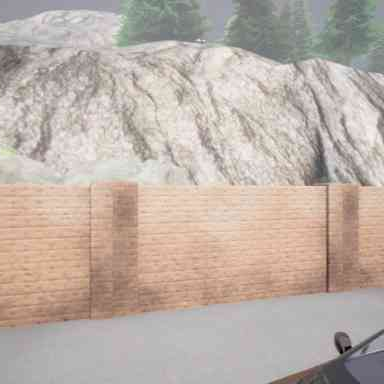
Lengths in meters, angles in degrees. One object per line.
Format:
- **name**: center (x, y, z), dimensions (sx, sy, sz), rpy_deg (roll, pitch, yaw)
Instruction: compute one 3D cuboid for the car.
- **car**: center (2.148, 1.492, 1.920), dimensions (4.902, 1.511, 2.128), rpy_deg (0, 0, -18)
